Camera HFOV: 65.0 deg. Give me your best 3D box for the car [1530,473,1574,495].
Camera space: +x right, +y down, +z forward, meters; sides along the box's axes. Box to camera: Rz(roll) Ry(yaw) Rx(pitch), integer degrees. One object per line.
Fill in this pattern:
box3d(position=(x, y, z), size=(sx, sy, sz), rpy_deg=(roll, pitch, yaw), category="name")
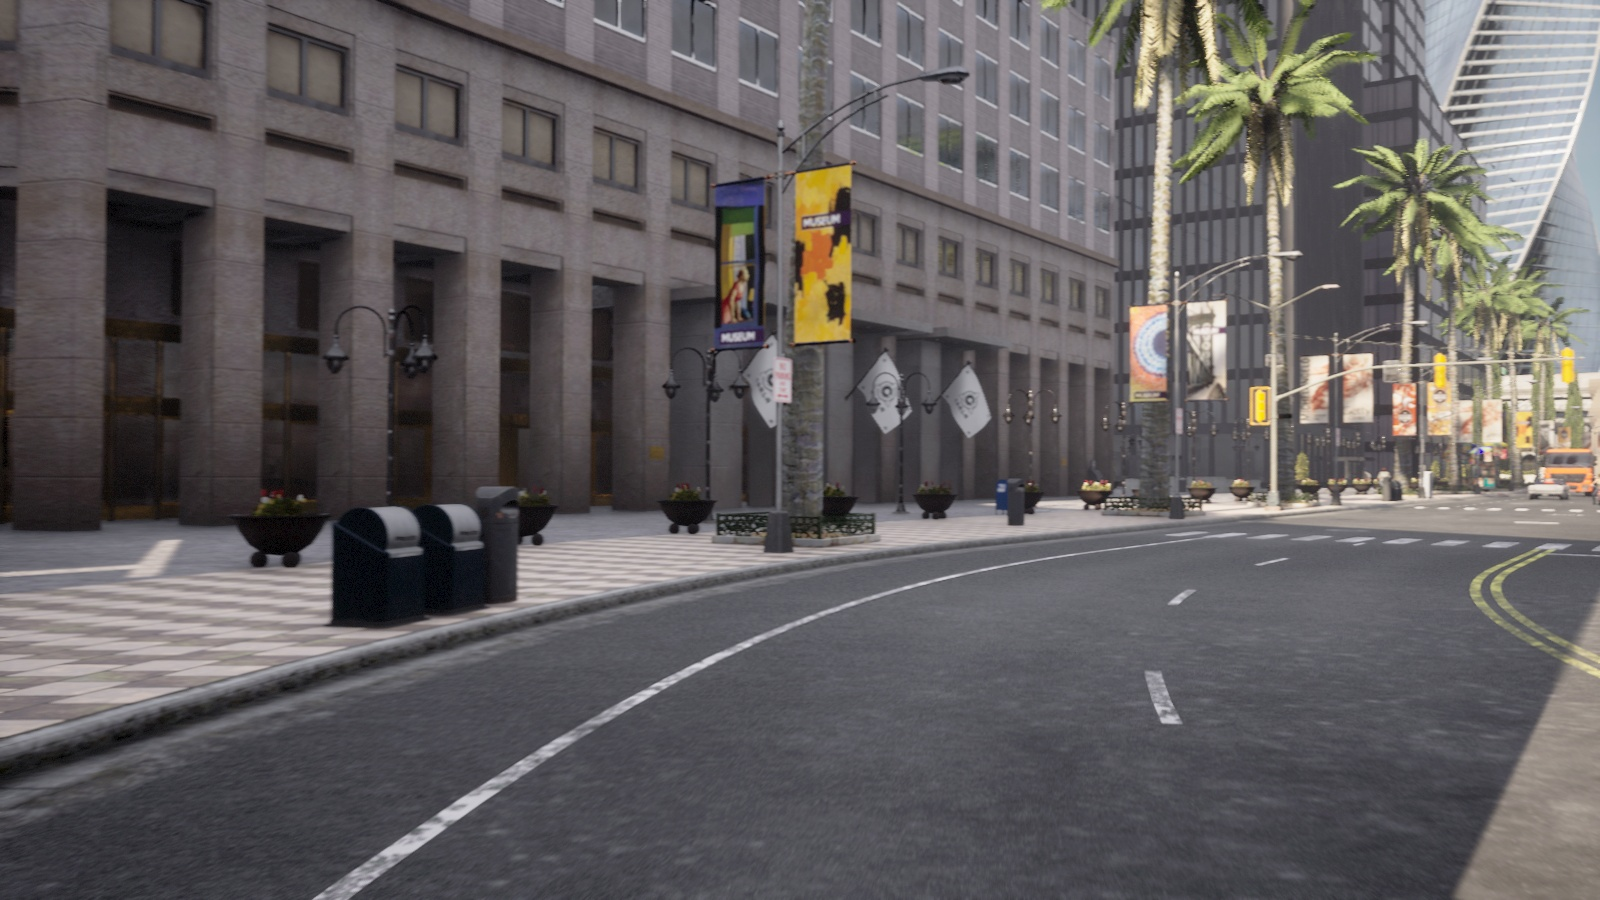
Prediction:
box3d(position=(46.168, 2.062, 77.051), size=(1.895, 1.301, 4.718), rpy_deg=(-1, -1, 36), category="car")
